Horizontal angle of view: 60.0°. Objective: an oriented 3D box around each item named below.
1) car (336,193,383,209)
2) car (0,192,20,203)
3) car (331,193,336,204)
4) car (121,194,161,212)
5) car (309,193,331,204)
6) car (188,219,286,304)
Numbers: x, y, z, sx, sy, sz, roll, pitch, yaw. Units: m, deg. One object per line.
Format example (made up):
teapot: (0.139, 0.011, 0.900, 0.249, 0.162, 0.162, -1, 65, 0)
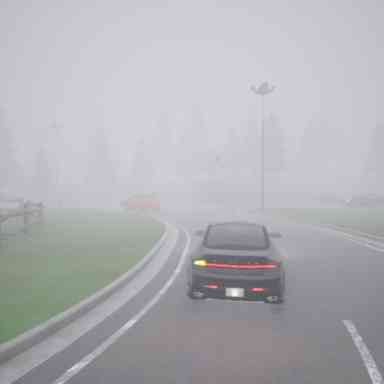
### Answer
car: (18.926, 0.913, 36.850, 4.553, 1.767, 2.097, 0, 1, 1)
car: (-27.709, 0.813, 48.198, 5.008, 1.535, 1.882, 0, 1, 0)
car: (21.720, 1.026, 43.799, 5.357, 1.411, 2.033, 0, 1, 1)
car: (-4.993, 0.932, 32.072, 2.097, 1.767, 4.553, -1, 1, -41)
car: (19.274, 0.907, 47.332, 5.008, 1.535, 1.882, 0, 1, 1)
car: (1.088, 1.402, 7.950, 1.837, 1.490, 4.892, 1, 1, 9)
